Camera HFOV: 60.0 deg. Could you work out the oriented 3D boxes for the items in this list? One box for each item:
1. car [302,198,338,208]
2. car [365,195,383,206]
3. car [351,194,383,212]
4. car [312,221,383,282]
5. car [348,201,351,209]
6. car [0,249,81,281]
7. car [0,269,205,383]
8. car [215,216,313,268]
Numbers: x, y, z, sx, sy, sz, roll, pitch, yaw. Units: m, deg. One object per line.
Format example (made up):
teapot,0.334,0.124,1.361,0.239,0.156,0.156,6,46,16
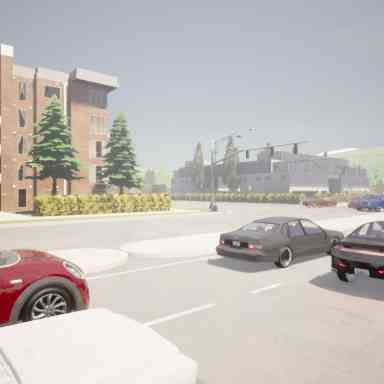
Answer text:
car,18.624,1.603,48.600,4.718,1.301,1.895,0,0,-10
car,31.702,1.355,57.079,4.553,1.767,2.097,0,0,-40
car,21.014,1.223,38.466,5.566,2.045,2.150,0,0,-42
car,5.453,1.492,8.636,4.902,1.511,2.128,0,0,-40
car,23.036,1.354,45.074,4.553,1.767,2.097,0,0,-40
car,-3.965,1.352,5.085,4.553,1.767,2.097,0,0,-40
car,-2.147,1.601,2.035,4.718,1.301,1.895,0,0,-40
car,3.204,1.548,11.319,5.357,1.411,2.033,0,0,-40
